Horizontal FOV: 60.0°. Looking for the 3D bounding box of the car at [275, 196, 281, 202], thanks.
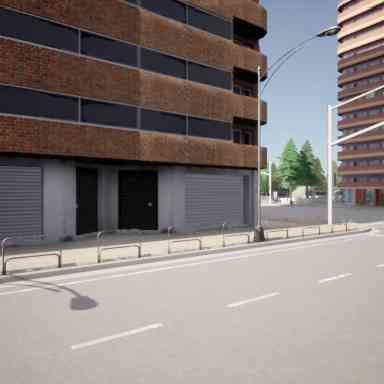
[{"bbox_3d":[19.842,1.469,71.674,4.674,1.442,1.812,0,0,-35],"label":"car"}]
